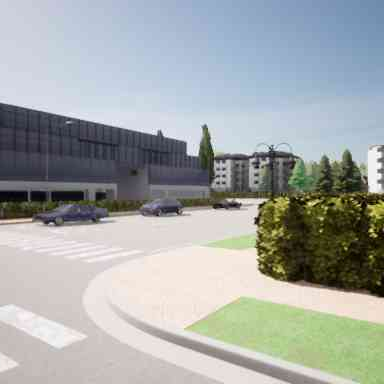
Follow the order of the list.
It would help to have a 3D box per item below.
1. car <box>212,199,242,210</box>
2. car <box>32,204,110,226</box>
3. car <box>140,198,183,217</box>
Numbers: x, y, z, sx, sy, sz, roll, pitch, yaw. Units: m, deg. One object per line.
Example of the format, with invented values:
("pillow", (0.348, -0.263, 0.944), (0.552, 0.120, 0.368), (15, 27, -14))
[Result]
("car", (4.457, 1.610, 42.367), (1.895, 1.301, 4.718), (0, 0, 35))
("car", (-8.561, 1.557, 24.077), (2.033, 1.411, 5.357), (0, 0, 37))
("car", (-2.916, 1.361, 31.959), (2.097, 1.767, 4.553), (0, 0, 35))
